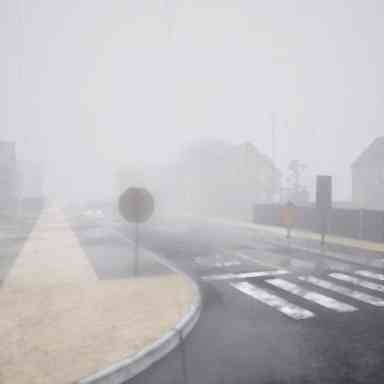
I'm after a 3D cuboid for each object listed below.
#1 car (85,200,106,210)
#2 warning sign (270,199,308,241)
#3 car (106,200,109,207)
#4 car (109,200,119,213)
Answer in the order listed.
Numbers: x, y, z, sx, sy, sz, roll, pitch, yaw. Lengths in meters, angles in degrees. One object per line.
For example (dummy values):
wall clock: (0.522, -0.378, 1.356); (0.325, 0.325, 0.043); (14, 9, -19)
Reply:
car: (-13.191, 1.746, 44.552); (1.994, 1.385, 4.181); (1, -1, -22)
warning sign: (4.588, 1.299, 15.752); (1.300, 1.860, 1.060); (1, -1, -23)
car: (-13.341, 1.886, 52.088); (1.895, 1.301, 4.718); (1, -1, -23)
car: (-8.438, 1.738, 40.418); (1.812, 1.442, 4.674); (1, -1, -22)
